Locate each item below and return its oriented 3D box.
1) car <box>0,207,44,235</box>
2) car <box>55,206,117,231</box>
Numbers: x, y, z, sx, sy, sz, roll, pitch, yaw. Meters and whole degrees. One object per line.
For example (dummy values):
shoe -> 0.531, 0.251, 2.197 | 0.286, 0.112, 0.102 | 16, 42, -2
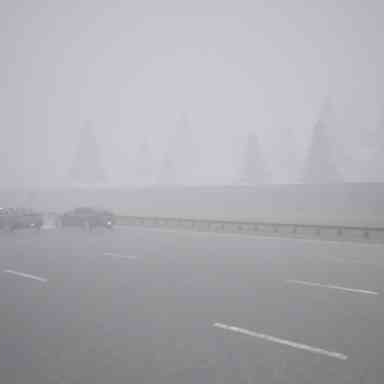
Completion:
car -> -11.159, 1.703, 20.568 | 4.902, 1.511, 2.128 | -1, 0, 36
car -> -7.078, 1.692, 21.952 | 4.892, 1.490, 1.837 | -1, 0, 36
